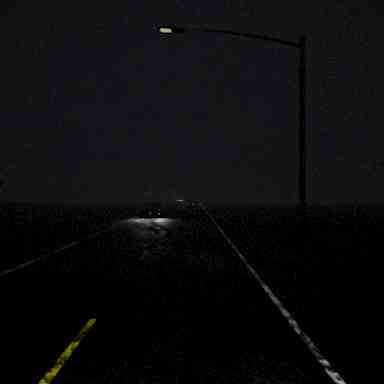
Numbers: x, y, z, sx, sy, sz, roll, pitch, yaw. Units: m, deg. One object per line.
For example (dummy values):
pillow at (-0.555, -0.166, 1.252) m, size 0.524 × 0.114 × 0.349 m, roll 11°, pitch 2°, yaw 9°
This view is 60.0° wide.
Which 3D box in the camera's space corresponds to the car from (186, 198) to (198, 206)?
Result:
car at (-0.001, 1.756, 60.458) m, size 1.994 × 1.385 × 4.181 m, roll 0°, pitch 0°, yaw 0°

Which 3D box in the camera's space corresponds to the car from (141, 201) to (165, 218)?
car at (-3.598, 1.605, 31.158) m, size 1.837 × 1.490 × 4.892 m, roll 0°, pitch 0°, yaw 0°

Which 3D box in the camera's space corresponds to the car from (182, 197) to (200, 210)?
car at (0.102, 1.690, 44.660) m, size 2.033 × 1.411 × 5.357 m, roll 0°, pitch 0°, yaw -1°
